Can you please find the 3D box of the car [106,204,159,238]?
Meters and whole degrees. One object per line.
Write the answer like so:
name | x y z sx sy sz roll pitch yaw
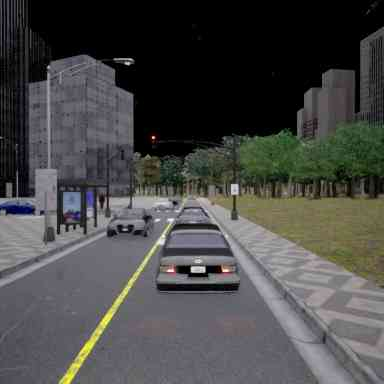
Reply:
car | -3.111 1.555 17.496 1.994 1.385 4.181 0 0 0

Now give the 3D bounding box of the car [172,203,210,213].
car | 0.071 1.554 19.217 1.994 1.385 4.181 0 0 0

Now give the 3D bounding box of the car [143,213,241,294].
car | 0.094 1.545 8.939 2.033 1.411 5.357 0 0 -1

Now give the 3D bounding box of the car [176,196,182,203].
car | -3.127 1.543 53.491 1.895 1.301 4.718 0 0 0

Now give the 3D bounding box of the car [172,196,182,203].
car | -3.077 1.478 68.875 1.994 1.385 4.181 0 0 0

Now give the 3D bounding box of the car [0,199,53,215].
car | -15.658 1.426 31.180 5.008 1.535 1.882 0 0 0

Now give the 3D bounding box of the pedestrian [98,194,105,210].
pedestrian | -10.108 1.051 37.285 0.375 1.860 0.375 0 0 1

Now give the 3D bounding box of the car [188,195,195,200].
car | -0.153 1.470 86.414 1.895 1.301 4.718 0 0 0

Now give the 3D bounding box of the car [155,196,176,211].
car | -3.444 1.488 40.806 1.812 1.442 4.674 0 0 5
